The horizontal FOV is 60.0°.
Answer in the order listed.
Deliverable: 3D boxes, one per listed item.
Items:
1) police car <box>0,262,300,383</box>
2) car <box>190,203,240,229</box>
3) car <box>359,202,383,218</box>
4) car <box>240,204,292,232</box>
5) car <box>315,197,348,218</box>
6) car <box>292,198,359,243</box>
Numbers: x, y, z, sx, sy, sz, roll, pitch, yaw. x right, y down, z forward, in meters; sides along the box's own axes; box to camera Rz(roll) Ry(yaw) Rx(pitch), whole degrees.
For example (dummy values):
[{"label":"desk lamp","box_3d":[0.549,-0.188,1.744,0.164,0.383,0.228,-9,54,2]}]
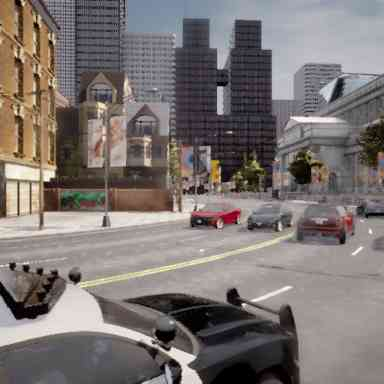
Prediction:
[{"label":"police car","box_3d":[-1.137,1.422,2.521,5.238,1.638,1.930,0,0,-37]},{"label":"car","box_3d":[1.674,1.463,21.695,1.882,1.535,5.008,0,0,30]},{"label":"car","box_3d":[16.179,1.551,29.988,1.994,1.385,4.181,0,0,14]},{"label":"car","box_3d":[4.842,1.500,20.170,1.837,1.490,4.892,0,0,30]},{"label":"car","box_3d":[12.743,1.334,30.654,2.097,1.767,4.553,0,0,14]},{"label":"car","box_3d":[6.705,1.342,16.406,2.097,1.767,4.553,0,0,32]}]
